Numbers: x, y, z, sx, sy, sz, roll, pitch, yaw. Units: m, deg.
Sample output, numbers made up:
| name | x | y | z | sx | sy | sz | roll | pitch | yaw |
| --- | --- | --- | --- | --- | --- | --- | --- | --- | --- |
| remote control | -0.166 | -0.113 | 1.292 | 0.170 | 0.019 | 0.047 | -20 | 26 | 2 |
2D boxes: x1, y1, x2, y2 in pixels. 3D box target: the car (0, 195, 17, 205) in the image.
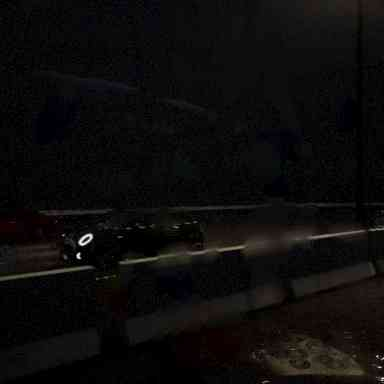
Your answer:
| name | x | y | z | sx | sy | sz | roll | pitch | yaw |
| --- | --- | --- | --- | --- | --- | --- | --- | --- | --- |
| car | -11.822 | 1.188 | 16.959 | 5.566 | 2.045 | 2.150 | 0 | 0 | -35 |

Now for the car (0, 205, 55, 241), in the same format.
| name | x | y | z | sx | sy | sz | roll | pitch | yaw |
| --- | --- | --- | --- | --- | --- | --- | --- | --- | --- |
| car | -8.482 | 1.496 | 14.991 | 4.674 | 1.442 | 1.812 | 0 | 0 | -34 |

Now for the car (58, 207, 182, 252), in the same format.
| name | x | y | z | sx | sy | sz | roll | pitch | yaw |
| --- | --- | --- | --- | --- | --- | --- | --- | --- | --- |
| car | -3.019 | 1.475 | 14.438 | 4.892 | 1.490 | 1.837 | 0 | 0 | -33 |

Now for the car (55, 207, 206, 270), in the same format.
| name | x | y | z | sx | sy | sz | roll | pitch | yaw |
| --- | --- | --- | --- | --- | --- | --- | --- | --- | --- |
| car | -1.839 | 1.329 | 11.023 | 4.553 | 1.767 | 2.097 | 0 | 0 | -33 |
